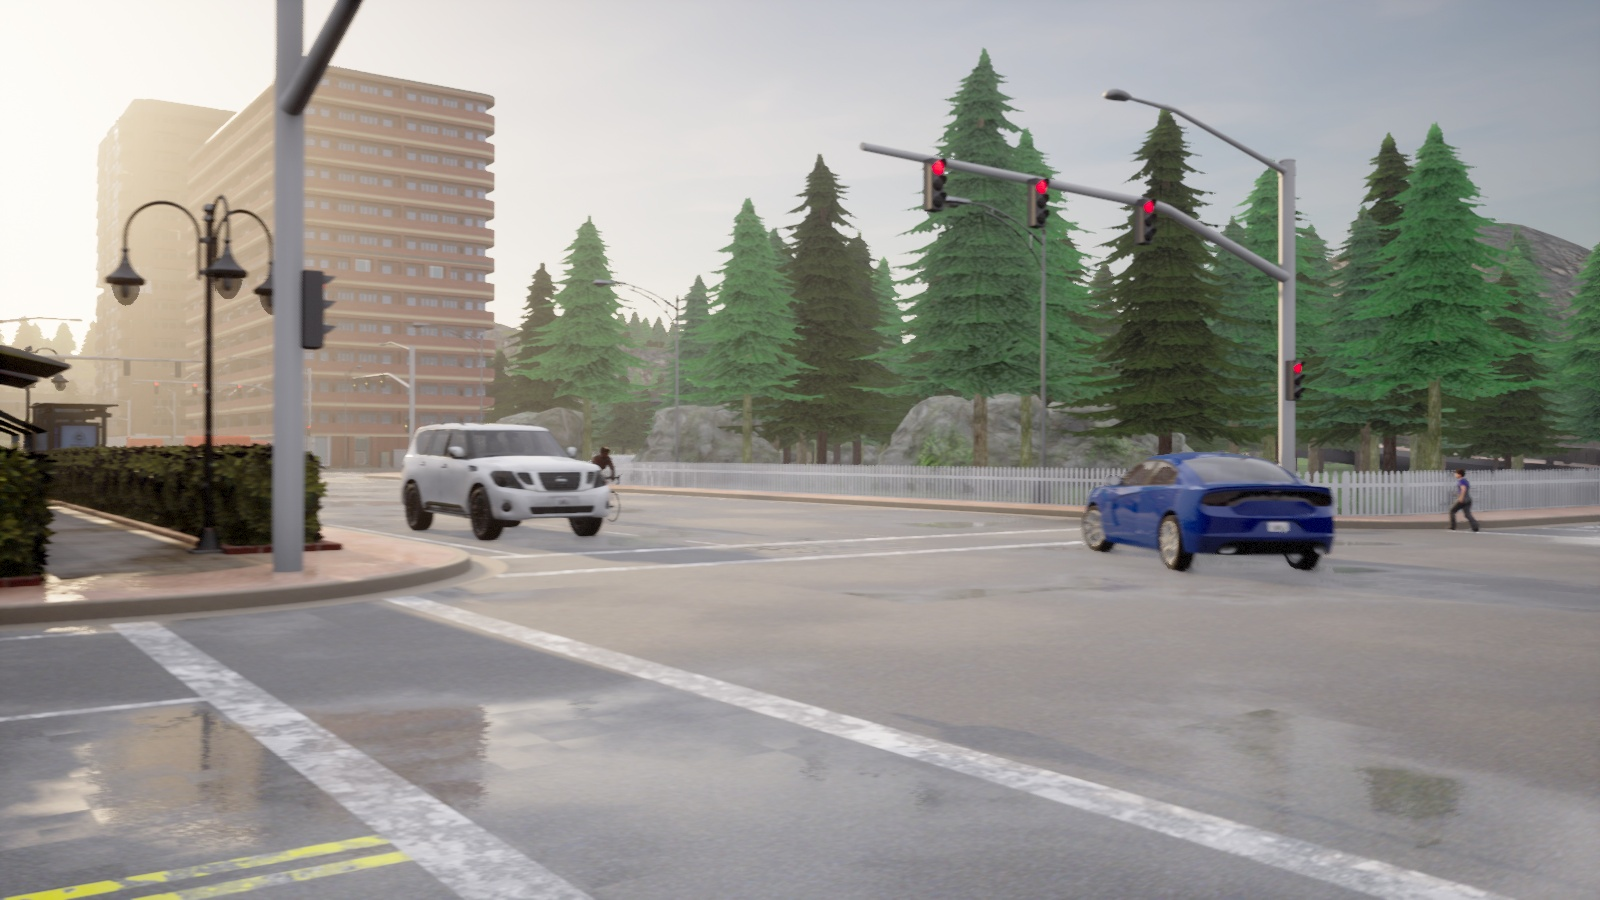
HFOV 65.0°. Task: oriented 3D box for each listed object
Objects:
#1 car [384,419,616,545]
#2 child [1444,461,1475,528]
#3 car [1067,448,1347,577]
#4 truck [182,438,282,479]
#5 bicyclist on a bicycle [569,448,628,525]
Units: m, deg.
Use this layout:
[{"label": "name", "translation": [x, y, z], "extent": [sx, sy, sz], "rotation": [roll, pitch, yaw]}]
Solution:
[{"label": "car", "translation": [-5.667, 0.524, 23.119], "extent": [2.150, 2.045, 5.566], "rotation": [0, 0, -36]}, {"label": "child", "translation": [12.701, 0.851, 24.184], "extent": [0.270, 1.263, 0.437], "rotation": [0, 0, -29]}, {"label": "car", "translation": [5.422, 0.750, 17.548], "extent": [1.882, 1.535, 5.008], "rotation": [0, 0, -6]}, {"label": "truck", "translation": [-35.379, 0.478, 78.278], "extent": [5.204, 2.467, 2.627], "rotation": [0, 0, -37]}, {"label": "bicyclist on a bicycle", "translation": [-4.391, 0.764, 27.285], "extent": [0.582, 1.620, 1.656], "rotation": [0, 0, -36]}]
